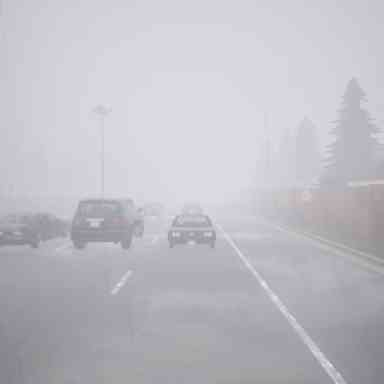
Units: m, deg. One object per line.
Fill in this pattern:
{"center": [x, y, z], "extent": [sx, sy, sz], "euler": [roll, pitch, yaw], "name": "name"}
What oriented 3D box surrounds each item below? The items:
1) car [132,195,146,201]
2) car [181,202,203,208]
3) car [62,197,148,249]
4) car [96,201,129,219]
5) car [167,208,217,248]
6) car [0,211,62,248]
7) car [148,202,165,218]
{"center": [-12.862, 1.498, 80.871], "extent": [1.812, 1.442, 4.674], "euler": [0, 0, 15], "name": "car"}
{"center": [0.000, 1.572, 29.650], "extent": [1.994, 1.385, 4.181], "euler": [0, 0, 0], "name": "car"}
{"center": [-3.500, 1.258, 14.680], "extent": [2.150, 2.045, 5.566], "euler": [0, 0, 0], "name": "car"}
{"center": [-7.000, 1.572, 29.650], "extent": [1.994, 1.385, 4.181], "euler": [0, 0, 0], "name": "car"}
{"center": [0.000, 1.616, 14.680], "extent": [1.895, 1.301, 4.718], "euler": [0, 0, 0], "name": "car"}
{"center": [-7.000, 1.563, 14.650], "extent": [2.033, 1.411, 5.357], "euler": [0, 0, 0], "name": "car"}
{"center": [-3.500, 1.563, 29.650], "extent": [2.033, 1.411, 5.357], "euler": [0, 0, 0], "name": "car"}
